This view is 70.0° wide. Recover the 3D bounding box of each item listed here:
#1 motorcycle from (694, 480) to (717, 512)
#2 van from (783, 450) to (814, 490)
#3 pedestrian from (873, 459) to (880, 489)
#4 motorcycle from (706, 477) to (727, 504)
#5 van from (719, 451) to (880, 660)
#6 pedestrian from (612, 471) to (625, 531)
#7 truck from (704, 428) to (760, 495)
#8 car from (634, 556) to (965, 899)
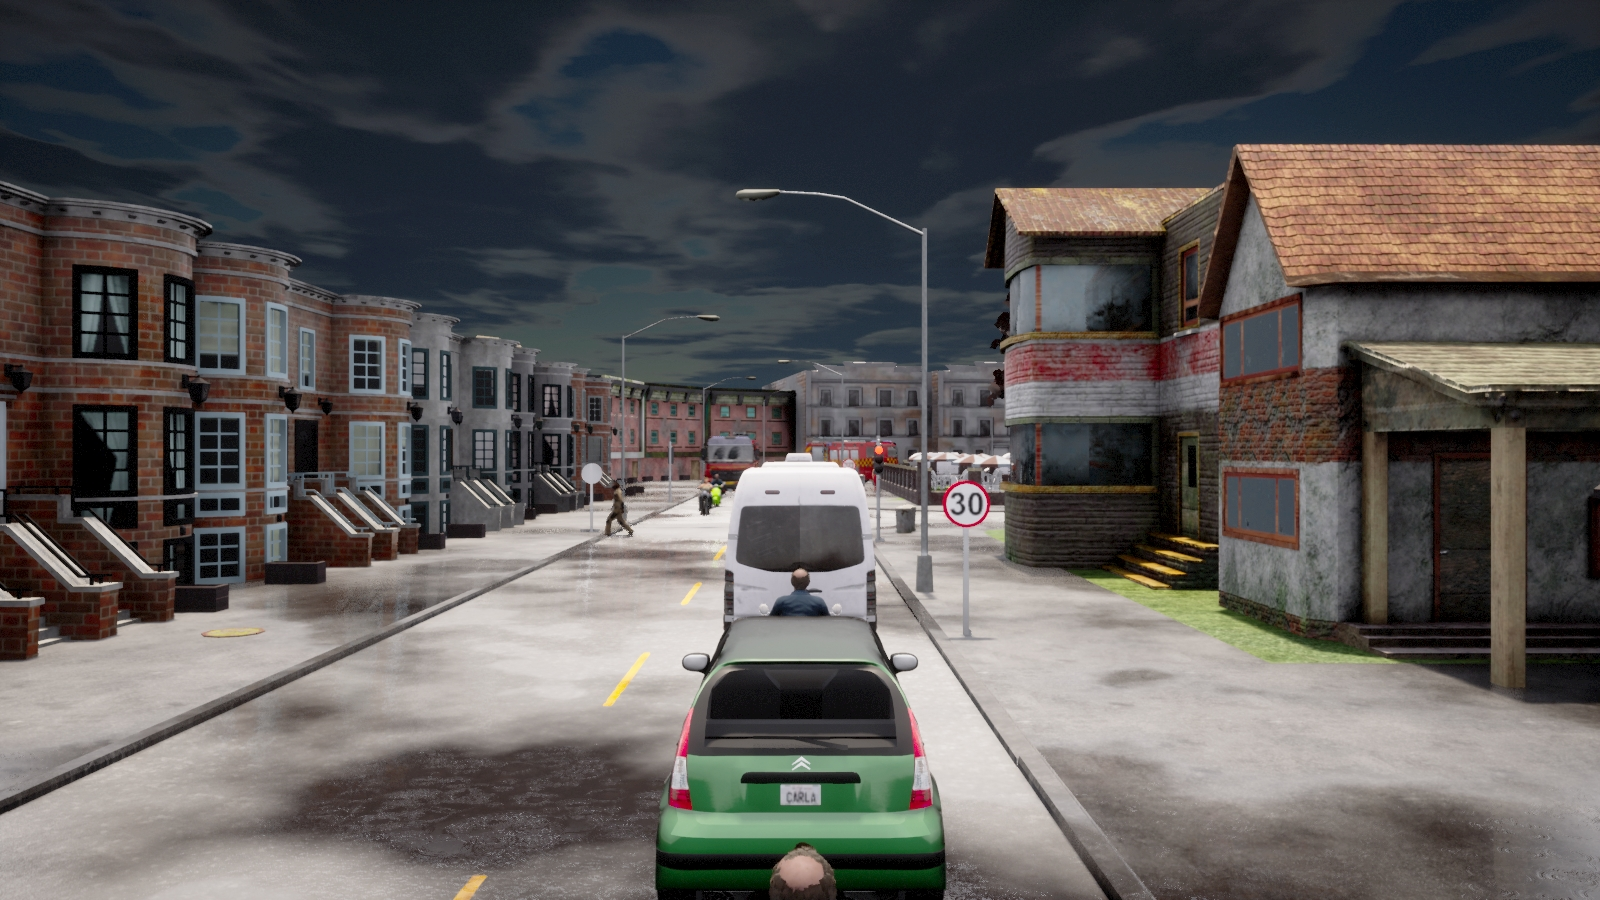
[{"bbox_3d":[-4.005,1.931,48.572,0.764,1.277,2.356,0,0,0],"label":"motorcycle"},{"bbox_3d":[-0.060,1.285,76.323,1.988,2.561,5.915,0,0,0],"label":"van"},{"bbox_3d":[4.759,1.499,71.134,0.375,1.860,0.375,0,0,0],"label":"pedestrian"},{"bbox_3d":[-4.008,1.941,54.959,0.856,1.236,1.805,0,0,0],"label":"motorcycle"},{"bbox_3d":[-0.006,1.308,17.043,1.988,2.561,5.915,0,0,0],"label":"van"},{"bbox_3d":[-5.754,1.615,36.254,0.375,1.860,0.375,0,0,-5],"label":"pedestrian"},{"bbox_3d":[-4.029,0.644,69.400,2.891,3.827,8.468,0,0,0],"label":"truck"},{"bbox_3d":[-0.003,1.776,8.385,1.851,1.617,3.988,0,0,0],"label":"car"}]
